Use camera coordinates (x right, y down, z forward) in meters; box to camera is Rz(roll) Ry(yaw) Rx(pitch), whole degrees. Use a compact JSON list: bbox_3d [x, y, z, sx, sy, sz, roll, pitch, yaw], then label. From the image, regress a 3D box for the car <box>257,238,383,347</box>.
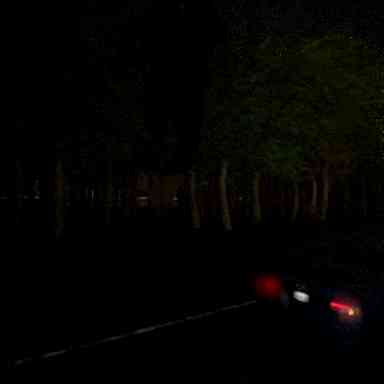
[{"bbox_3d":[3.647,1.613,6.353,5.357,1.411,2.033,1,0,-36],"label":"car"}]
